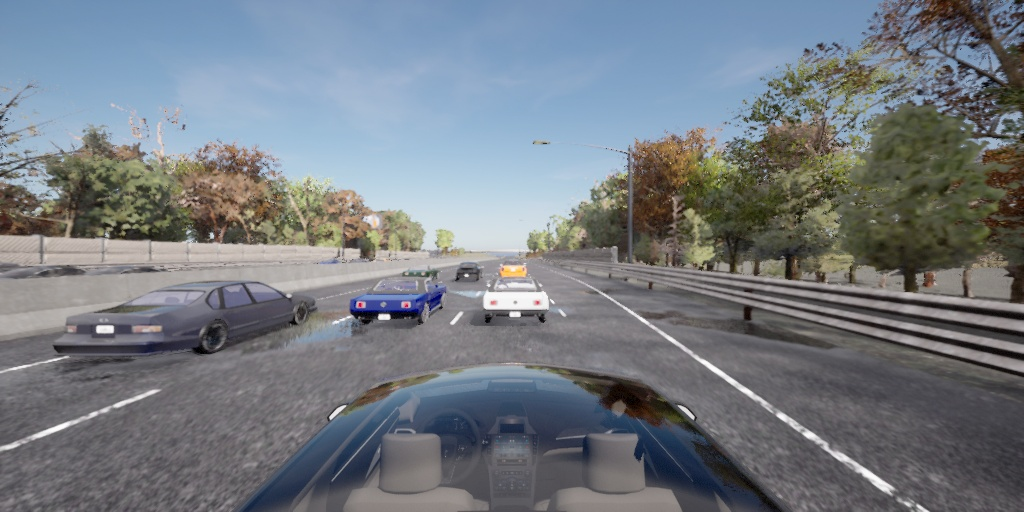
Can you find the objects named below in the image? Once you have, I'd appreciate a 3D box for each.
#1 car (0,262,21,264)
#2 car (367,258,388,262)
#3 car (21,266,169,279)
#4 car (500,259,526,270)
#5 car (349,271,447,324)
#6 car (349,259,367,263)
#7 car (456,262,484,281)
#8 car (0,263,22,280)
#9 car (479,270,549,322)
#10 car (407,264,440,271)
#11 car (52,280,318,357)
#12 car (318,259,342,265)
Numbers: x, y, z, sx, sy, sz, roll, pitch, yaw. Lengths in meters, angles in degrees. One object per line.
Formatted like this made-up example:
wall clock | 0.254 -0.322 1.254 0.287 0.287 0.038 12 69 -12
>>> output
car | -24.606 1.074 15.876 2.097 1.767 4.553 0 0 0
car | -21.067 1.156 57.993 1.882 1.535 5.008 0 0 1
car | -17.607 1.227 16.032 1.837 1.490 4.892 0 0 0
car | 0.086 1.055 29.099 2.097 1.767 4.553 0 0 0
car | -3.404 1.331 11.790 1.895 1.301 4.718 0 0 0
car | -24.564 1.171 57.794 2.128 1.511 4.902 0 0 1
car | -3.414 1.208 29.402 1.837 1.490 4.892 0 0 0
car | -21.107 1.227 15.997 1.837 1.490 4.892 0 0 0
car | 0.094 1.330 12.207 1.895 1.301 4.718 0 0 0
car | -6.914 1.306 27.843 1.895 1.301 4.718 0 0 0
car | -6.904 1.284 8.592 2.033 1.411 5.357 0 0 0
car | -28.068 1.206 55.419 1.812 1.442 4.674 0 0 0
